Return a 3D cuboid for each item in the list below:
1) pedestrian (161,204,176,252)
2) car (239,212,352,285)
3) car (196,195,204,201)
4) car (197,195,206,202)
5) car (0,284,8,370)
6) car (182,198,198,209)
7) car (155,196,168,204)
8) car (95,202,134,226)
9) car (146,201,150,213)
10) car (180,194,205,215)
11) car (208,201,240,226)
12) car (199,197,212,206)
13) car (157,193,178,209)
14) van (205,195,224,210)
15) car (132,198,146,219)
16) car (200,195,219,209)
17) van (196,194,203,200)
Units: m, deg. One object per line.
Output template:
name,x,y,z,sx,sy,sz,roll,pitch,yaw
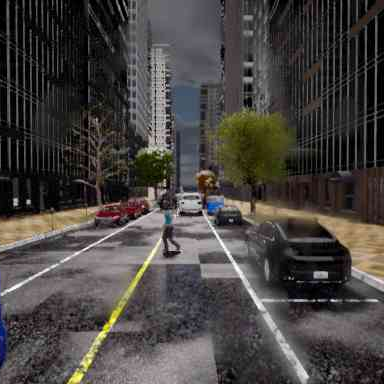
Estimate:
pedestrian,-0.882,1.289,12.350,0.375,1.860,0.375,-1,1,0
car,2.704,1.502,9.434,1.837,1.490,4.892,0,0,0
car,2.135,1.531,85.181,1.887,1.381,4.507,-1,0,0
car,2.161,1.426,79.533,1.967,1.590,4.097,-1,0,0
car,-2.854,1.221,0.956,2.150,2.045,5.566,0,0,0
car,-0.201,1.536,45.288,2.033,1.411,5.357,0,0,0
car,-5.634,1.538,62.516,2.008,1.369,4.403,-1,0,0
car,-5.438,1.574,22.977,1.802,1.307,4.206,-1,0,0
car,-5.496,1.430,34.274,1.967,1.590,4.097,-1,0,0
car,-0.087,1.211,34.370,2.150,2.045,5.566,0,0,-1
car,2.442,1.543,23.047,2.008,1.369,4.403,-1,0,0
car,2.274,1.532,56.938,1.887,1.381,4.507,-1,0,0
car,-3.063,1.210,44.483,2.150,2.045,5.566,0,0,0
van,2.382,1.331,34.344,1.690,1.788,3.998,-1,0,0
car,-5.469,1.535,28.626,1.887,1.381,4.507,-1,0,0
car,2.326,1.303,45.641,2.192,1.841,5.009,-1,0,0
van,2.104,1.327,90.830,1.690,1.788,3.998,-1,0,0
